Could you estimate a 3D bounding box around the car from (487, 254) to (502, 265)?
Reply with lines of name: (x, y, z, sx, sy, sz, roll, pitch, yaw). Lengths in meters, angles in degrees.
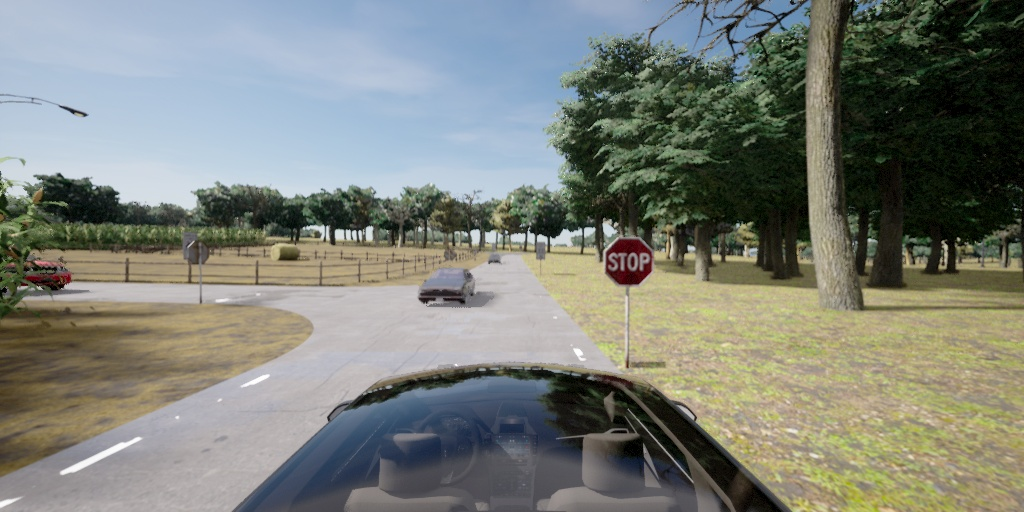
car: (-2.593, 0.481, 53.283, 1.837, 1.490, 4.892, 0, 2, 0)

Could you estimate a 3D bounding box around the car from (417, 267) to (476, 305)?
car: (-2.696, 1.222, 16.078, 2.033, 1.411, 5.357, 1, 1, 0)

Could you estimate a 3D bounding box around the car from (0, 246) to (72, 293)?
car: (-22.572, 0.543, 15.383, 5.566, 2.045, 2.150, 1, 0, 1)
